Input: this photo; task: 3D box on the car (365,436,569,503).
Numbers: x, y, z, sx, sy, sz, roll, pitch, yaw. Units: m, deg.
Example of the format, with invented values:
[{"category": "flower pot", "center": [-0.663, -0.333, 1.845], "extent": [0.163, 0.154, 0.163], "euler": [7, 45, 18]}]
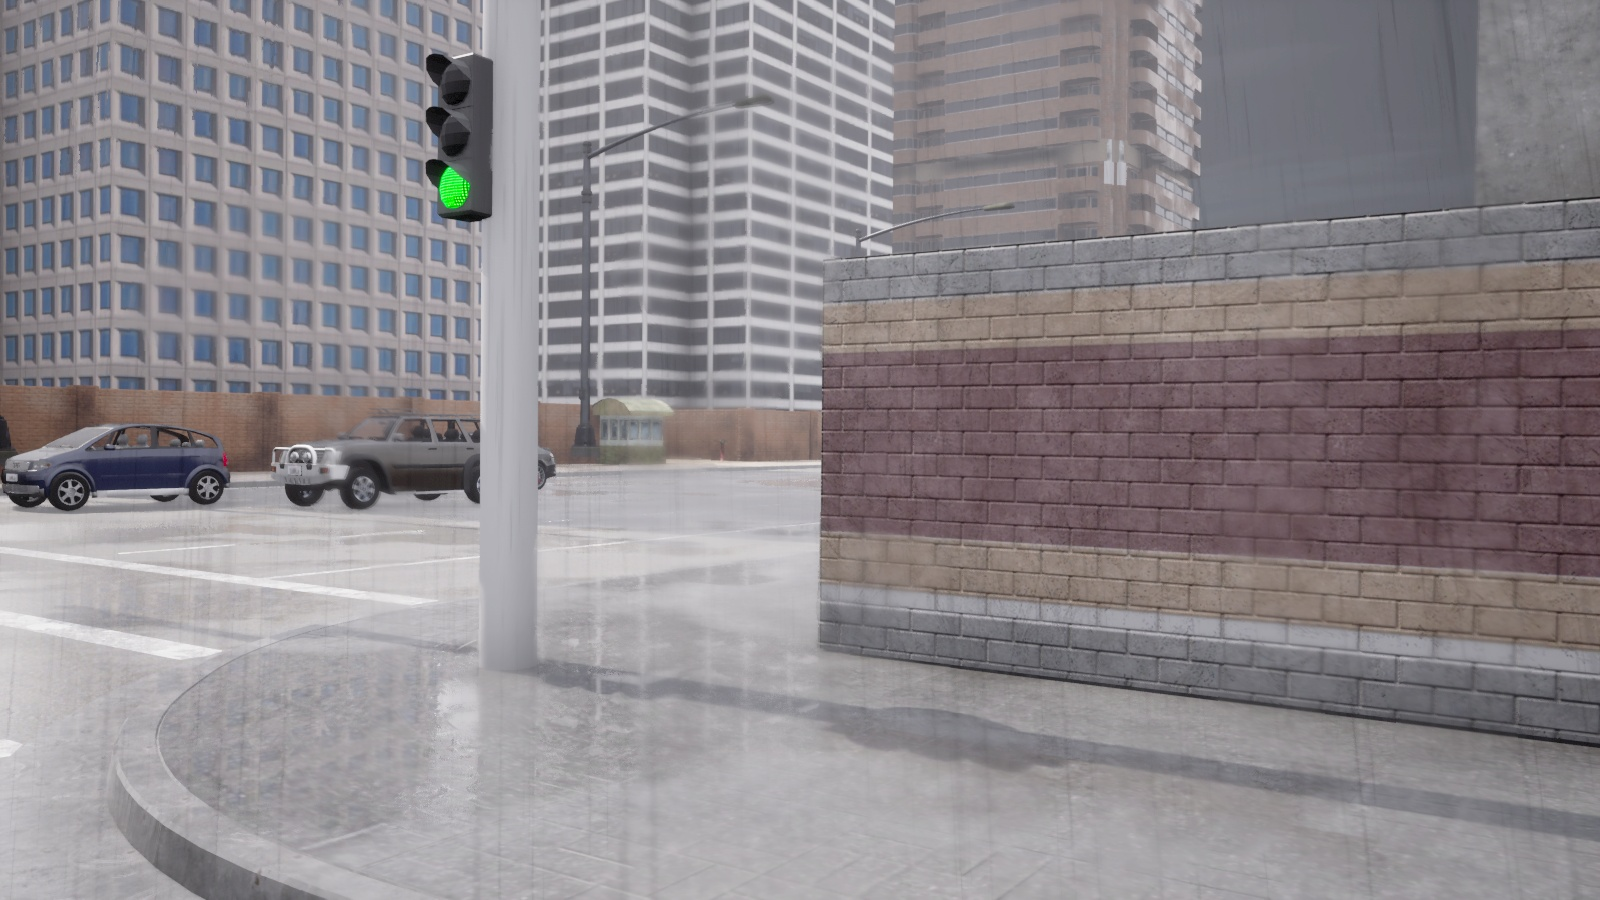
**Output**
[{"category": "car", "center": [-7.915, 0.415, 30.289], "extent": [1.812, 1.442, 4.674], "euler": [0, 1, 34]}]

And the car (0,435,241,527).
[{"category": "car", "center": [-12.628, 0.506, 23.310], "extent": [1.789, 1.549, 3.705], "euler": [0, 1, 34]}]

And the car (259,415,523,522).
[{"category": "car", "center": [-7.761, 0.287, 24.273], "extent": [1.932, 1.855, 4.605], "euler": [0, 1, 34]}]
